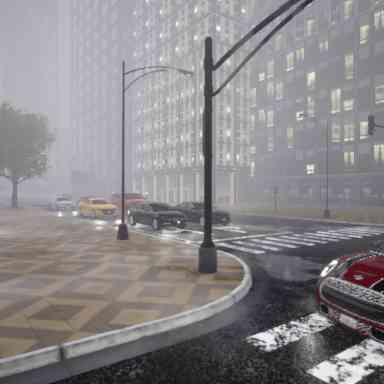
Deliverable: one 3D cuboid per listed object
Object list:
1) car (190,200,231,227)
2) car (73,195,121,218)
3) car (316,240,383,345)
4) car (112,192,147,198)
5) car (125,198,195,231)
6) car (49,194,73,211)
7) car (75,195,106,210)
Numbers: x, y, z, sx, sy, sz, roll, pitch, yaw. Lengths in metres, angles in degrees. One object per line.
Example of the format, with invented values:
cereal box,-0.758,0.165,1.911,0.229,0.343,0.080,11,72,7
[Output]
car,0.421,1.344,21.763,1.882,1.535,5.008,0,0,-37
car,-7.808,1.254,27.371,1.882,1.535,5.008,0,0,-37
car,4.461,1.350,5.776,4.553,1.767,2.097,0,0,-20
car,-5.514,1.008,29.726,2.150,2.045,5.566,0,0,-37
car,-2.153,1.357,19.777,1.837,1.490,4.892,0,0,-37
car,-13.932,1.216,35.605,1.812,1.442,4.674,0,0,-37
car,-11.679,1.177,38.024,1.882,1.535,5.008,0,0,-37
